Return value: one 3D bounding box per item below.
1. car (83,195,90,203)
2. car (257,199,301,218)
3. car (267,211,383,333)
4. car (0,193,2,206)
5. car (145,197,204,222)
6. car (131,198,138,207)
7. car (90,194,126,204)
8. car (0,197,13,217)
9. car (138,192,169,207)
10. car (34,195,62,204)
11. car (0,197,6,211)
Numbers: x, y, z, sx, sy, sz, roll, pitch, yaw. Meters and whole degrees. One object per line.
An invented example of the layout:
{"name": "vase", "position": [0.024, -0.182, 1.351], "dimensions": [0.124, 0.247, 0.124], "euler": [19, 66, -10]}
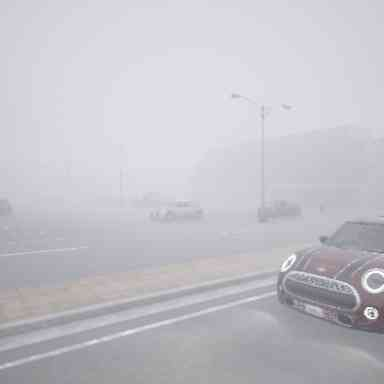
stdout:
{"name": "car", "position": [-17.114, 1.160, 58.833], "dimensions": [3.806, 1.475, 1.970], "euler": [0, 0, -35]}
{"name": "car", "position": [6.727, 1.280, 25.839], "dimensions": [3.633, 1.501, 1.845], "euler": [0, 0, -35]}
{"name": "car", "position": [3.812, 1.318, 6.711], "dimensions": [4.553, 1.767, 2.097], "euler": [0, 0, -35]}
{"name": "car", "position": [-29.207, 1.111, 46.360], "dimensions": [4.605, 1.855, 1.932], "euler": [0, 0, -35]}
{"name": "car", "position": [-1.061, 1.329, 24.023], "dimensions": [3.806, 1.475, 1.970], "euler": [0, 0, -35]}
{"name": "car", "position": [-5.828, 0.994, 43.282], "dimensions": [3.866, 1.878, 1.905], "euler": [0, 0, -35]}
{"name": "car", "position": [-13.168, 1.077, 53.762], "dimensions": [5.027, 1.636, 2.152], "euler": [0, 0, -35]}
{"name": "car", "position": [-16.944, 1.326, 27.541], "dimensions": [3.633, 1.501, 1.845], "euler": [0, 0, -35]}
{"name": "car", "position": [-3.823, 1.011, 41.139], "dimensions": [4.605, 1.855, 1.932], "euler": [0, 0, -35]}
{"name": "car", "position": [-24.989, 1.264, 57.789], "dimensions": [4.514, 1.523, 2.007], "euler": [0, 0, -35]}
{"name": "car", "position": [-22.643, 1.309, 35.750], "dimensions": [4.514, 1.523, 2.007], "euler": [0, 0, -35]}
